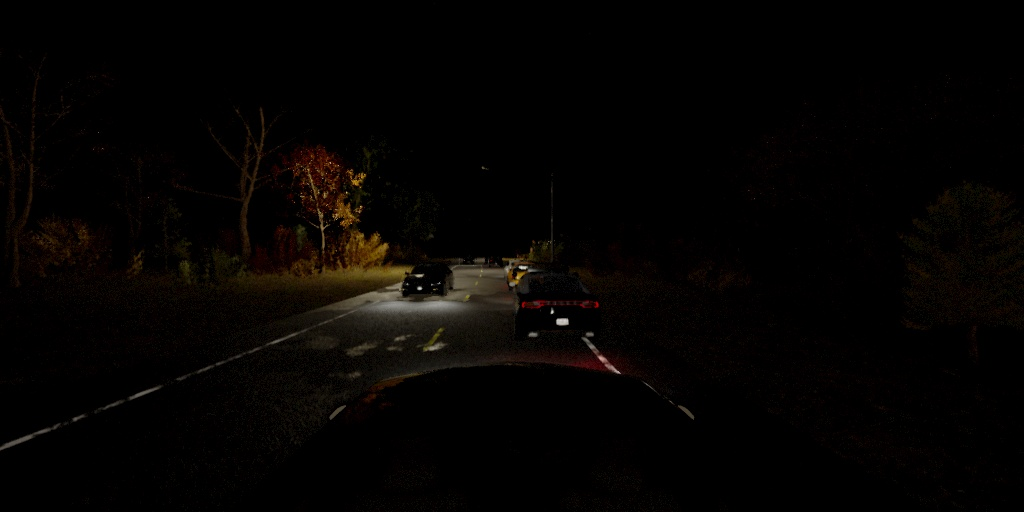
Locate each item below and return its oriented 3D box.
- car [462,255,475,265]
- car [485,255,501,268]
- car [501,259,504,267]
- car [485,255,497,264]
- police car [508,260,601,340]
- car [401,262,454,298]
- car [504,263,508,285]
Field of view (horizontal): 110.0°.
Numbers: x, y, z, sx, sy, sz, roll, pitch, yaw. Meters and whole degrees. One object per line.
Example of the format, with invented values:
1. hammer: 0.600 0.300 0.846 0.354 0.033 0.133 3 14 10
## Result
1. car: -6.865 0.590 57.031 1.882 1.535 5.008 0 1 -6
2. car: -2.232 0.725 47.732 1.837 1.490 4.892 0 0 -5
3. car: 0.397 0.999 25.744 1.812 1.442 4.674 0 1 -3
4. car: -3.568 0.602 59.964 1.812 1.442 4.674 0 1 -7
5. police car: 0.963 1.085 9.775 1.930 1.638 5.238 0 1 -1
6. car: -3.926 1.079 17.365 1.837 1.490 4.892 0 1 -2
7. car: 0.664 0.999 19.906 1.801 1.575 5.366 0 1 -2
